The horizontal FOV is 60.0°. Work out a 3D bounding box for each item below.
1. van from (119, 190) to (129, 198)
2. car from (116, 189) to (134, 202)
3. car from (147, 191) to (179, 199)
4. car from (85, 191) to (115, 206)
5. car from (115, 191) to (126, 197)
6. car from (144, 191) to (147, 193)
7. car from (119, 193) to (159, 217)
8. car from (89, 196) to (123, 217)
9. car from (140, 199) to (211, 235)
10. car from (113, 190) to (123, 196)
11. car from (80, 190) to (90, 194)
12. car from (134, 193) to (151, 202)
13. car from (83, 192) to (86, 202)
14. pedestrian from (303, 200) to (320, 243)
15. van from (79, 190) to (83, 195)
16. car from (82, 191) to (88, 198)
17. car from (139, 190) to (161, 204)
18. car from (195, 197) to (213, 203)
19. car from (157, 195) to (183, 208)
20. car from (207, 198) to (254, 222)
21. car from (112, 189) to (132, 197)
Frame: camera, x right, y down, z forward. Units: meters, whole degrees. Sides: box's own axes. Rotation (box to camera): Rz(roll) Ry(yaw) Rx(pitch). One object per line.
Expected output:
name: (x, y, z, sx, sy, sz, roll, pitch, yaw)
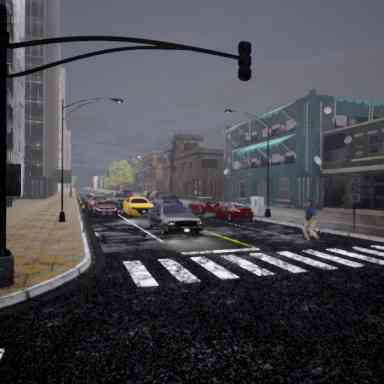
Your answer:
van: (-15.639, 0.359, 76.014, 1.690, 1.788, 3.998, 1, 0, -20)
car: (-11.437, 0.506, 56.379, 2.150, 2.045, 5.566, 0, 1, -20)
car: (-2.465, 0.986, 31.063, 2.097, 1.767, 4.553, 0, 1, -19)
car: (-8.710, 1.016, 31.395, 1.967, 1.590, 4.097, 1, 0, -20)
car: (-17.498, 0.505, 81.243, 1.947, 1.339, 4.313, 1, 0, -20)
car: (-4.516, 0.789, 44.649, 2.192, 1.841, 5.009, 1, 0, -20)
car: (-4.378, 1.137, 26.923, 1.882, 1.535, 5.008, 0, 1, -20)
car: (-6.860, 1.227, 26.170, 1.802, 1.307, 4.206, 1, 0, -20)
car: (-1.115, 1.329, 17.694, 2.033, 1.411, 5.357, 0, 1, -20)
car: (-19.348, 0.299, 86.468, 1.967, 1.590, 4.097, 1, 0, -20)
car: (-16.127, 0.830, 52.305, 1.887, 1.381, 4.507, 1, 0, -20)
car: (-8.285, 0.849, 55.268, 1.752, 1.417, 4.829, 1, 0, -20)
car: (-12.420, 1.015, 41.849, 1.802, 1.307, 4.206, 1, 0, -20)
pedestrian: (4.908, 1.168, 13.730, 0.375, 1.860, 0.375, 1, 0, -20)
van: (-21.683, 0.396, 67.985, 1.690, 1.788, 3.998, 1, 0, -20)
car: (-14.274, 0.941, 47.078, 1.802, 1.307, 4.206, 1, 0, -20)
car: (-6.370, 0.716, 49.879, 2.192, 1.841, 5.009, 1, 0, -20)
car: (1.041, 1.127, 28.971, 1.967, 1.590, 4.097, 1, 0, -20)
car: (-2.668, 1.097, 39.425, 2.008, 1.369, 4.403, 1, 0, -20)
car: (2.893, 1.337, 23.742, 1.802, 1.307, 4.206, 1, 0, -20)
car: (-7.666, 0.887, 36.207, 2.097, 1.767, 4.553, 0, 1, -19)
